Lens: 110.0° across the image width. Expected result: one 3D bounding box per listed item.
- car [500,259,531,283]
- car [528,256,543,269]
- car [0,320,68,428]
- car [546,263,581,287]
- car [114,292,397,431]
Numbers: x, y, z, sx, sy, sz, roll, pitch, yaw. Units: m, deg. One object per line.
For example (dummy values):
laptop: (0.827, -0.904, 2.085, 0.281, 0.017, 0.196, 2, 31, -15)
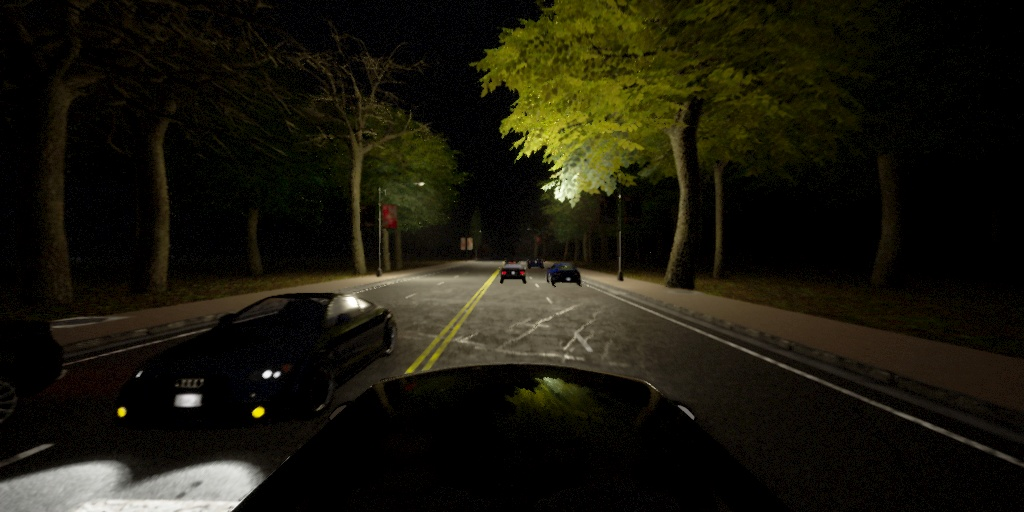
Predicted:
car: (0.073, 1.174, 26.501, 2.033, 1.411, 5.357, 0, 0, 0)
car: (3.233, 0.855, 50.793, 2.097, 1.767, 4.553, 0, 0, 0)
car: (-6.595, 1.239, 2.426, 2.128, 1.511, 4.902, 0, 0, 0)
car: (3.329, 1.167, 23.486, 1.812, 1.442, 4.674, 0, 0, 0)
car: (-3.340, 1.295, 5.693, 1.994, 1.385, 4.181, 0, 0, 0)
